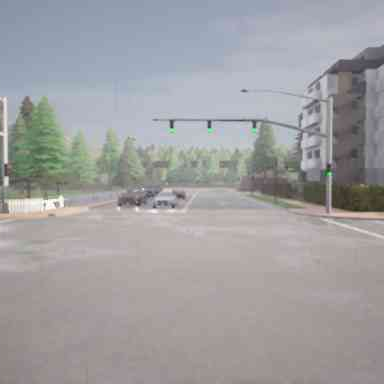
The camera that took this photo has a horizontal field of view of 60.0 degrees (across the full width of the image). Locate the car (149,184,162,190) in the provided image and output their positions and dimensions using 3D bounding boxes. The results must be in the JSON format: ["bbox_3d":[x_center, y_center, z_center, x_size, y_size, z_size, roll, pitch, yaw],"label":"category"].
[{"bbox_3d":[-5.260,-0.084,45.321,2.150,2.045,5.566,0,2,3],"label":"car"}]

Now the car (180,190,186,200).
[{"bbox_3d":[-1.825,0.337,43.849,1.895,1.301,4.718,0,2,2],"label":"car"}]

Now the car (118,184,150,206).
[{"bbox_3d":[-5.771,0.412,32.623,2.097,1.767,4.553,0,2,2],"label":"car"}]

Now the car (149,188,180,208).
[{"bbox_3d":[-2.365,0.655,30.167,1.812,1.442,4.674,0,2,2],"label":"car"}]
